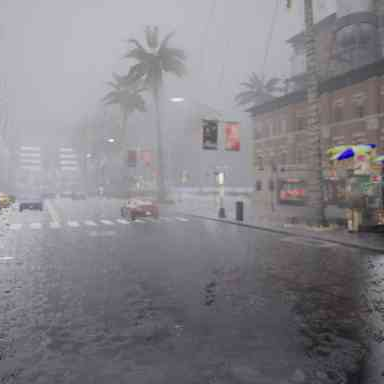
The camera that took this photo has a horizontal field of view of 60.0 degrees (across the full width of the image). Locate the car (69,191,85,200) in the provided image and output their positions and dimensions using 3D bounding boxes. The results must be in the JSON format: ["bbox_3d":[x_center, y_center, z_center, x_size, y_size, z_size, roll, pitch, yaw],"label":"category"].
[{"bbox_3d":[-20.155,0.691,59.035,1.812,1.442,4.674,-1,1,-28],"label":"car"}]

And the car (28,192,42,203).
[{"bbox_3d":[-23.521,0.816,49.828,1.837,1.490,4.892,-1,1,-24],"label":"car"}]

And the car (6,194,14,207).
[{"bbox_3d":[-22.302,0.952,38.700,1.882,1.535,5.008,-1,1,-24],"label":"car"}]

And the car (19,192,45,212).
[{"bbox_3d":[-15.551,1.031,32.312,1.882,1.535,5.008,-1,1,-24],"label":"car"}]

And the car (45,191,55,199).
[{"bbox_3d":[-28.742,0.602,66.448,2.128,1.511,4.902,-1,1,-36],"label":"car"}]

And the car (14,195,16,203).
[{"bbox_3d":[-26.570,0.946,48.077,1.895,1.301,4.718,-1,1,-24],"label":"car"}]

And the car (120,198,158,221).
[{"bbox_3d":[-3.771,1.179,23.565,1.812,1.442,4.674,-1,1,-24],"label":"car"}]

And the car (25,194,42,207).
[{"bbox_3d":[-19.358,0.963,40.682,1.812,1.442,4.674,-1,1,-24],"label":"car"}]

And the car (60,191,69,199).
[{"bbox_3d":[-25.369,0.573,67.717,1.812,1.442,4.674,-1,1,-36],"label":"car"}]

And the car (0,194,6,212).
[{"bbox_3d":[-18.526,1.115,30.401,1.812,1.442,4.674,-1,1,-24],"label":"car"}]
